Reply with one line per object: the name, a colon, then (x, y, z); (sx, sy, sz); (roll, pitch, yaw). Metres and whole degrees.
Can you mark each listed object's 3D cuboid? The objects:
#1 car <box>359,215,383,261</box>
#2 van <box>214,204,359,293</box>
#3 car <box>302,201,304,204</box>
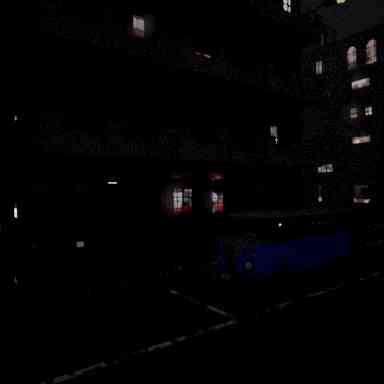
car: (6.829, 1.543, 11.948); (4.403, 1.369, 2.008); (0, -1, -37)
van: (2.399, 1.337, 8.555); (3.998, 1.788, 1.690); (0, -1, -37)
car: (11.553, 1.344, 40.963); (1.887, 1.381, 4.507); (-1, 1, -37)
